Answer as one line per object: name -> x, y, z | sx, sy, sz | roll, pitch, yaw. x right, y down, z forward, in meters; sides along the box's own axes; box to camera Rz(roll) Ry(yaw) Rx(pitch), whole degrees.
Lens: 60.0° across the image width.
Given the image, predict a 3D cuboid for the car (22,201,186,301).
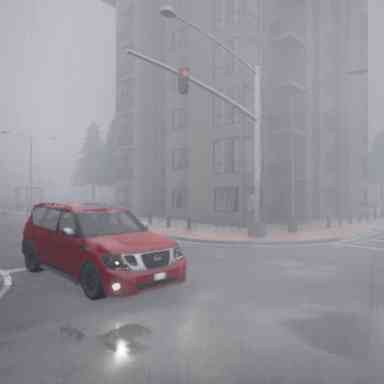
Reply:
car -> -2.630, 1.346, 8.880 | 5.566, 2.045, 2.150 | 2, 1, 44
